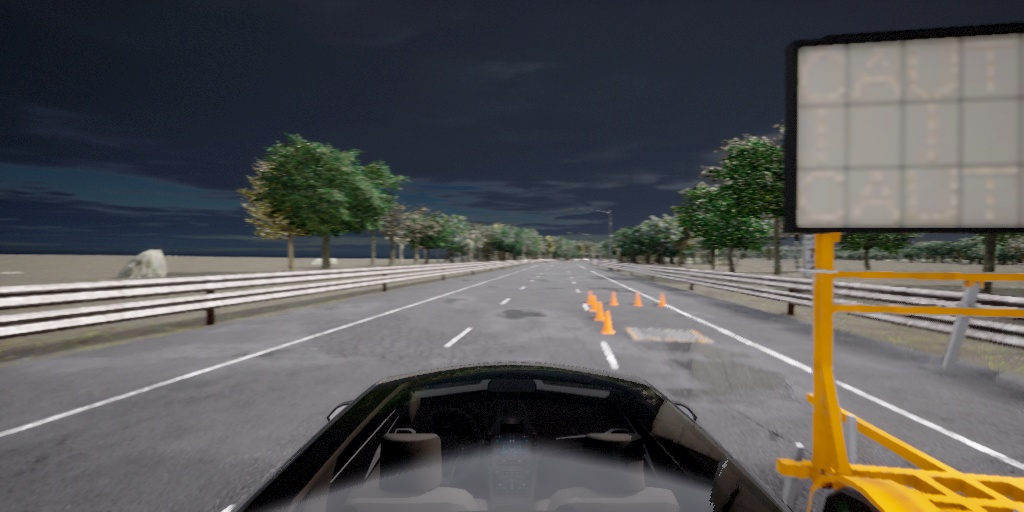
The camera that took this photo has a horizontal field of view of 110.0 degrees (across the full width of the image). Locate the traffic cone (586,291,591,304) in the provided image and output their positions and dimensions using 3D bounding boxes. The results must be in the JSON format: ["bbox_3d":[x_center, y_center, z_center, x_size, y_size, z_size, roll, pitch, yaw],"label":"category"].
[{"bbox_3d":[3.400,1.801,15.624,0.340,0.580,0.340,0,0,8],"label":"traffic cone"}]

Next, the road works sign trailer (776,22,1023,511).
[{"bbox_3d":[3.089,0.253,2.544,2.380,3.560,2.880,0,0,8],"label":"road works sign trailer"}]

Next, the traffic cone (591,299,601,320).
[{"bbox_3d":[2.851,1.779,11.663,0.340,0.580,0.340,0,0,8],"label":"traffic cone"}]

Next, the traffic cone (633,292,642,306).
[{"bbox_3d":[5.381,1.823,15.350,0.340,0.580,0.340,0,0,8],"label":"traffic cone"}]

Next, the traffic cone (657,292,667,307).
[{"bbox_3d":[6.371,1.833,15.213,0.340,0.580,0.340,0,0,8],"label":"traffic cone"}]

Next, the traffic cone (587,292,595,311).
[{"bbox_3d":[3.125,1.790,13.644,0.340,0.580,0.340,0,0,8],"label":"traffic cone"}]

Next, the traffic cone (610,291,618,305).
[{"bbox_3d":[4.390,1.812,15.488,0.340,0.580,0.340,0,0,8],"label":"traffic cone"}]

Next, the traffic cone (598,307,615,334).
[{"bbox_3d":[2.576,1.768,9.682,0.340,0.580,0.340,0,0,8],"label":"traffic cone"}]
